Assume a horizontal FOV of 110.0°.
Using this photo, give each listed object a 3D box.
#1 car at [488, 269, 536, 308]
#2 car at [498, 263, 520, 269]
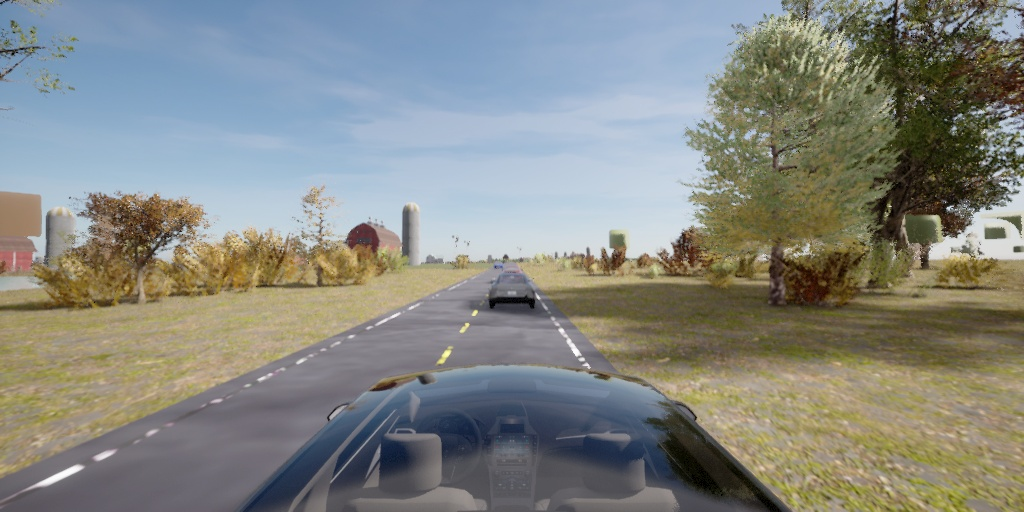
[{"bbox_3d":[0.007,1.453,16.175,1.994,1.385,4.181,0,0,0],"label":"car"},{"bbox_3d":[0.013,1.563,31.285,1.812,1.442,4.674,0,0,0],"label":"car"}]
